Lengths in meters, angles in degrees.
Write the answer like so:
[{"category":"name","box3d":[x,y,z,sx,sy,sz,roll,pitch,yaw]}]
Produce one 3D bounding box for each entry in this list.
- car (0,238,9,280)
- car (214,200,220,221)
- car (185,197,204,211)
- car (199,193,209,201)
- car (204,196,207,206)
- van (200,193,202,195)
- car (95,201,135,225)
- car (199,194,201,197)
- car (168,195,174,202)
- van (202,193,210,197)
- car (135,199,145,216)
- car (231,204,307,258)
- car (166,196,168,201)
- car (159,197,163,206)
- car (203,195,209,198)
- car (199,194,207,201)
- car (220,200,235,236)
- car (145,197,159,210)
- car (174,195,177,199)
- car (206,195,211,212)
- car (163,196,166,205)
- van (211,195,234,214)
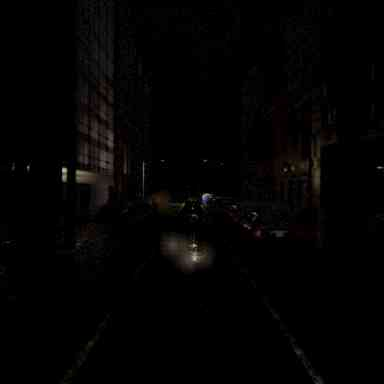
[{"category":"car","box3d":[-5.672,1.560,7.097,1.947,1.339,4.313,0,0,0]},{"category":"car","box3d":[2.855,1.525,24.047,1.887,1.381,4.507,0,0,0]},{"category":"car","box3d":[0.105,1.570,39.672,1.895,1.301,4.718,0,0,0]},{"category":"car","box3d":[2.857,1.253,80.533,2.192,1.841,5.009,0,0,0]},{"category":"car","box3d":[2.855,1.513,40.993,1.887,1.381,4.507,0,0,0]},{"category":"van","box3d":[2.856,1.294,63.587,1.690,1.788,3.998,0,0,0]},{"category":"car","box3d":[-5.670,1.546,24.043,1.947,1.339,4.313,0,0,0]},{"category":"car","box3d":[0.101,1.467,51.185,1.837,1.490,4.892,0,0,0]},{"category":"car","box3d":[-5.667,1.489,74.883,1.887,1.381,4.507,0,0,0]},{"category":"van","box3d":[2.854,1.301,52.290,1.690,1.788,3.998,0,0,0]},{"category":"car","box3d":[-5.670,1.521,29.692,1.887,1.381,4.507,0,0,0]},{"category":"car","box3d":[2.853,1.429,12.750,1.967,1.590,4.097,0,0,0]},{"category":"car","box3d":[-5.668,1.538,57.936,1.802,1.307,4.206,0,0,0]},{"category":"car","box3d":[-5.670,1.404,46.638,1.967,1.590,4.097,0,0,0]},{"category":"car","box3d":[2.856,1.530,46.641,1.947,1.339,4.313,0,0,0]},{"category":"car","box3d":[2.859,1.370,86.182,1.967,1.590,4.097,0,0,0]},{"category":"car","box3d":[2.853,1.425,18.398,1.967,1.590,4.097,0,0,0]},{"category":"car","box3d":[-5.669,1.519,40.989,2.008,1.369,4.403,0,0,0]},{"category":"car","box3d":[-5.666,1.512,86.181,1.802,1.307,4.206,0,0,0]},{"category":"car","box3d":[2.855,1.412,35.344,1.967,1.590,4.097,0,0,0]},{"category":"car","box3d":[-5.669,1.511,52.287,2.008,1.369,4.403,0,0,0]},{"category":"van","box3d":[2.854,1.317,29.695,1.690,1.788,3.998,0,0,0]}]
